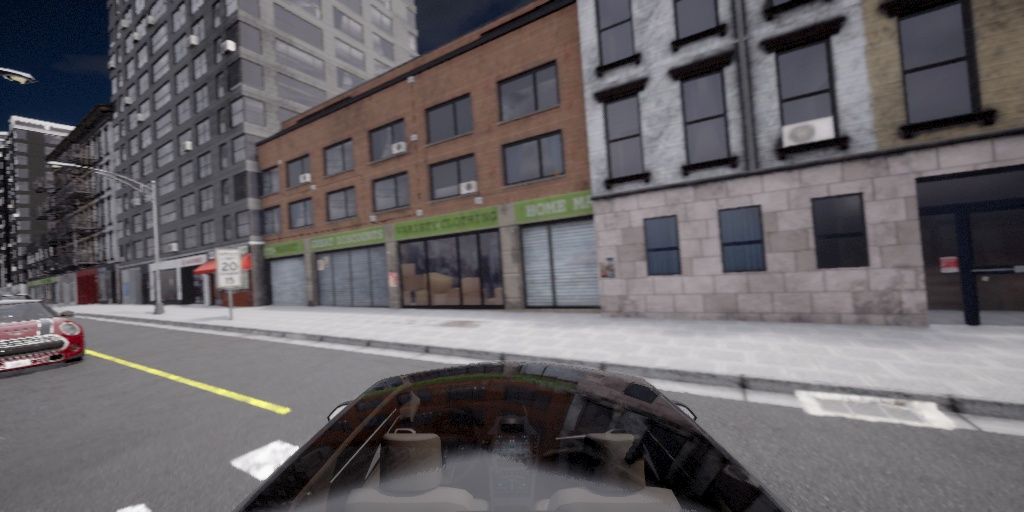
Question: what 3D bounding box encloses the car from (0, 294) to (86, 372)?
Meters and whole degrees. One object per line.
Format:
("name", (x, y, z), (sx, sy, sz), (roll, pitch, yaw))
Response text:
("car", (-12.830, 1.909, 9.040), (4.553, 1.767, 2.097), (-4, -1, 30))
